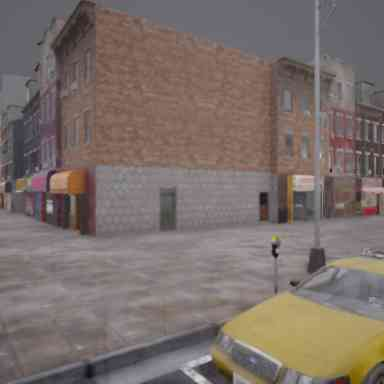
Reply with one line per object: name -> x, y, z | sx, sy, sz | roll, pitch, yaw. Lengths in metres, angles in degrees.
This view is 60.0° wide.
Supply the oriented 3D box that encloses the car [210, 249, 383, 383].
car -> 2.459, 1.522, 4.567 | 4.829, 1.417, 1.752 | 0, 0, -36
